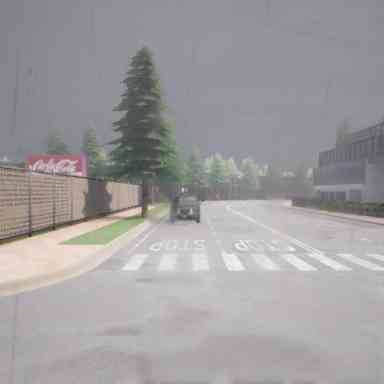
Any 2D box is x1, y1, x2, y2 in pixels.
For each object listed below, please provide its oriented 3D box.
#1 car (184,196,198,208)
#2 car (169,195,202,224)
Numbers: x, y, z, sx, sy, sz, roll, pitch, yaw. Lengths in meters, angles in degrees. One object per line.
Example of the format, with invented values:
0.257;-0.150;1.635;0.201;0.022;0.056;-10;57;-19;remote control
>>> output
-0.099;1.476;49.964;1.882;1.535;5.008;0;0;2;car
-0.460;1.251;24.938;2.150;2.045;5.566;0;0;1;car
